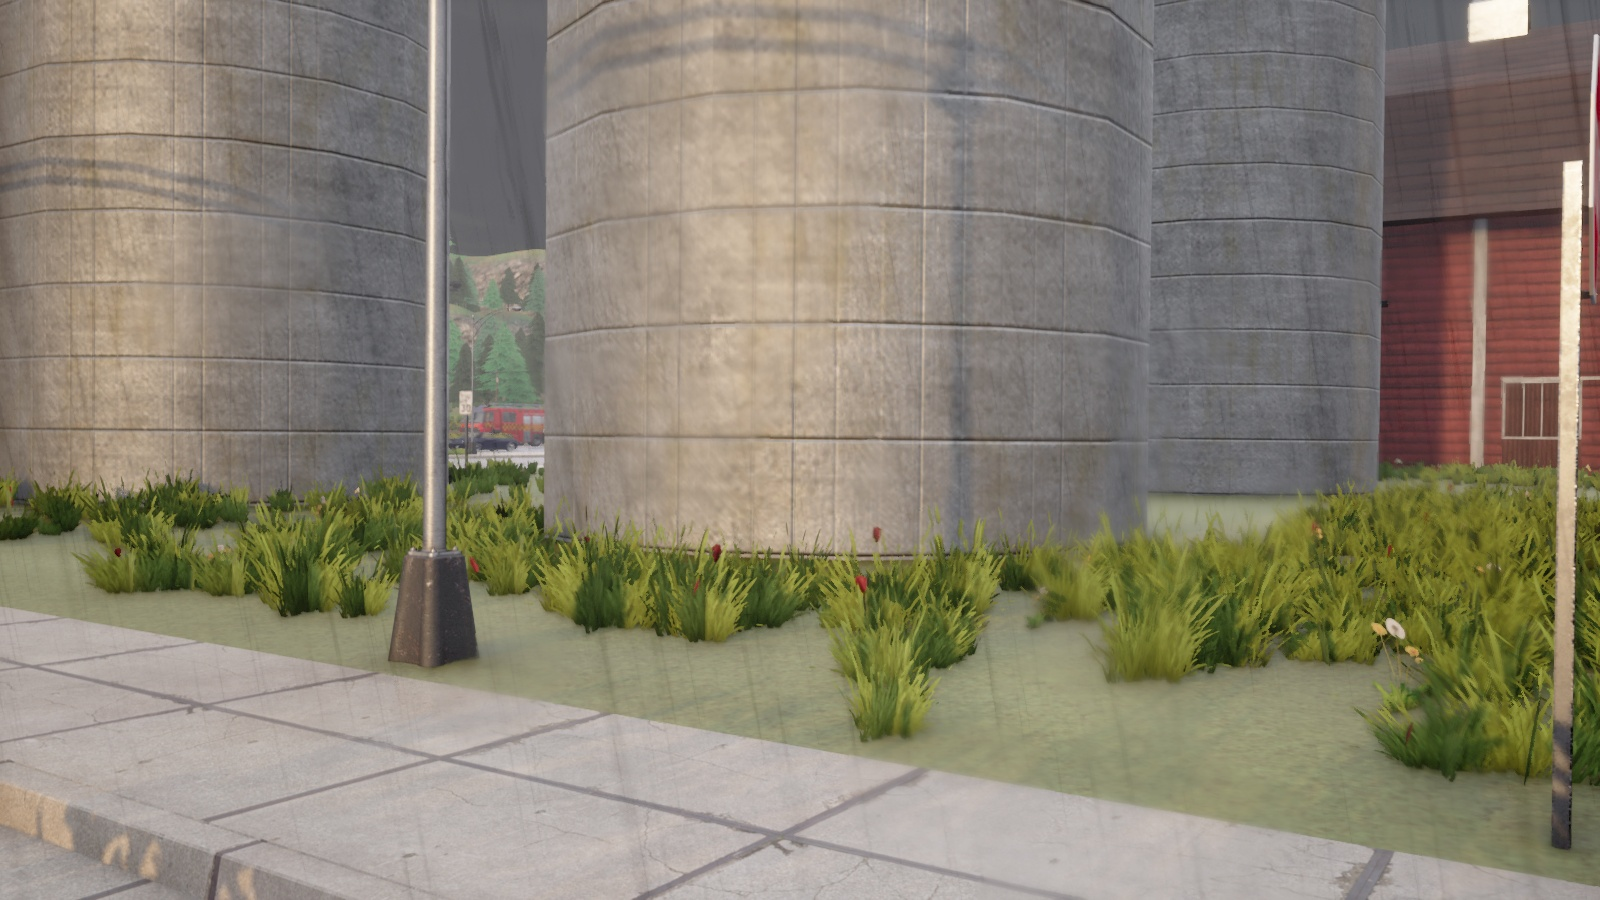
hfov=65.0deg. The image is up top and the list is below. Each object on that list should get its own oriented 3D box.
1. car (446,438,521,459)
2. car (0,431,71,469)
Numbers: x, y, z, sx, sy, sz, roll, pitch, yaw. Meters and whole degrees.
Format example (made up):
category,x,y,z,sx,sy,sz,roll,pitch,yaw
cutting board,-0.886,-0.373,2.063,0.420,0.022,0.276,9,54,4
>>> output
category,x,y,z,sx,sy,sz,roll,pitch,yaw
car,-20.822,-0.130,82.810,1.895,1.301,4.718,0,1,33
car,-39.768,-0.011,64.317,3.866,1.878,1.905,-1,1,9
